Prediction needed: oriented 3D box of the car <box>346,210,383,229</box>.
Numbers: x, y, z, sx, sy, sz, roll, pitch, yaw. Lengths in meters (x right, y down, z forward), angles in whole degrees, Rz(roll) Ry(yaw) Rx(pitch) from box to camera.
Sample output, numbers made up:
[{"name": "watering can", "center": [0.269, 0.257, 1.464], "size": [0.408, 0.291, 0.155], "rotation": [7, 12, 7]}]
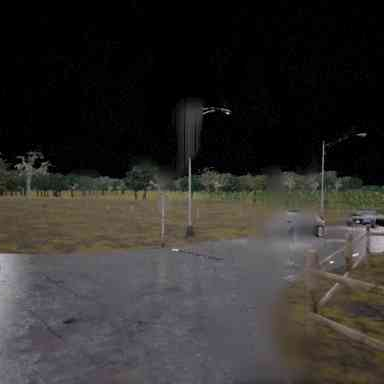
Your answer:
[{"name": "car", "center": [14.256, 2.173, 27.169], "size": [4.181, 1.385, 1.994], "rotation": [2, 0, -45]}]

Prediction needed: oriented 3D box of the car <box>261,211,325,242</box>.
[{"name": "car", "center": [5.746, 1.844, 18.669], "size": [4.892, 1.490, 1.837], "rotation": [2, -1, -45]}]
